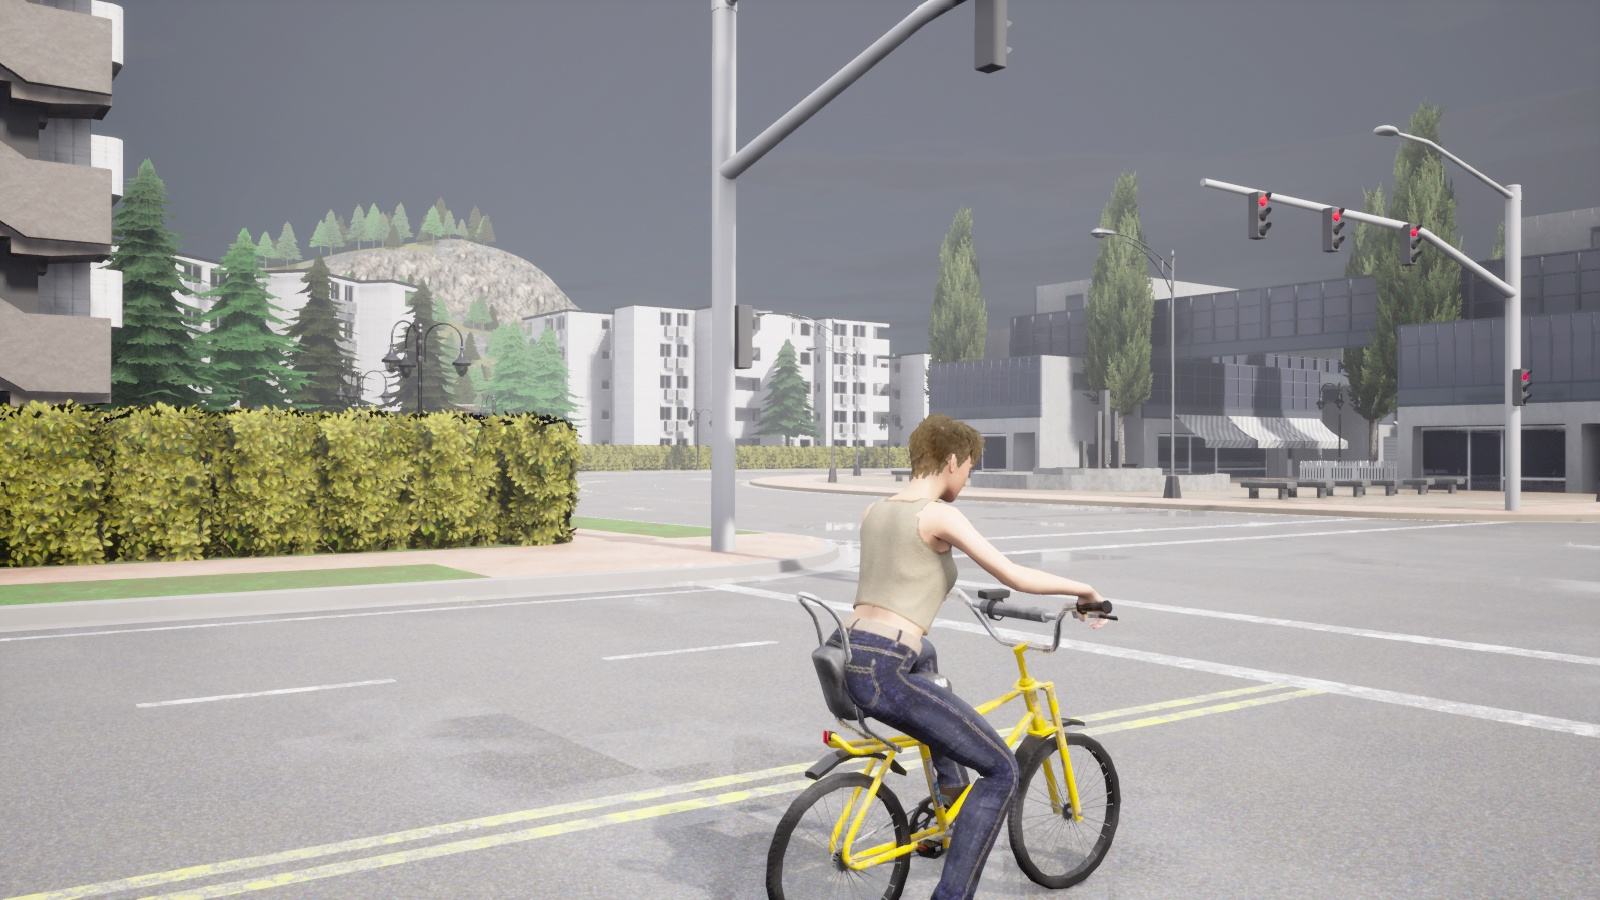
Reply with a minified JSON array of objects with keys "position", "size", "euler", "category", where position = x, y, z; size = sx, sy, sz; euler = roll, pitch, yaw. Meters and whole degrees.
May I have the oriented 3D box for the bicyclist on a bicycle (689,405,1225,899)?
[{"position":[0.520,0.690,4.026],"size":[1.509,1.612,0.866],"euler":[0,0,-35],"category":"bicyclist on a bicycle"}]
